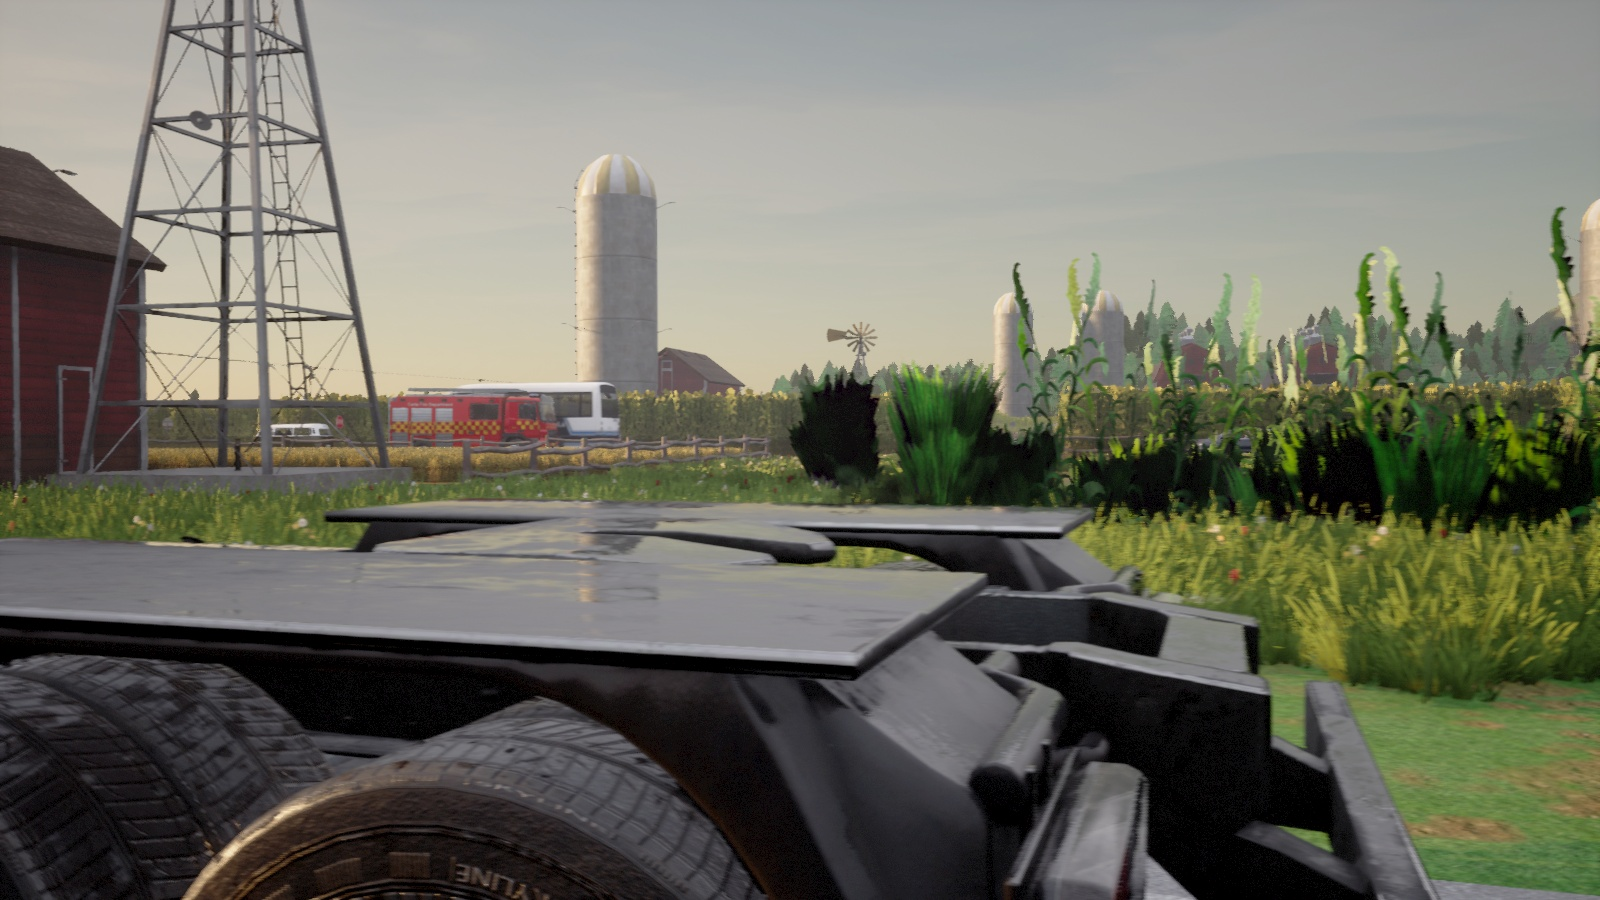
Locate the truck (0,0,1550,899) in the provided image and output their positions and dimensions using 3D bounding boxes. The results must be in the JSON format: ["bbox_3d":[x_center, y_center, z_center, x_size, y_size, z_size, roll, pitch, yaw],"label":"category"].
[{"bbox_3d":[-2.637,-0.225,3.749,7.936,3.462,2.891,1,1,19],"label":"truck"}]

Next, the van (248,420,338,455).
[{"bbox_3d":[-29.805,-0.745,73.860,4.480,2.038,2.069,0,1,13],"label":"van"}]

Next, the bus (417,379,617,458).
[{"bbox_3d":[-15.884,-1.747,70.678,10.273,4.253,3.944,0,1,12],"label":"bus"}]

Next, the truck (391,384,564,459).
[{"bbox_3d":[-17.138,-1.507,67.106,8.468,3.827,2.891,1,1,3],"label":"truck"}]

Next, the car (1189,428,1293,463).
[{"bbox_3d":[21.709,-0.241,62.001,4.611,1.667,2.242,0,1,13],"label":"car"}]
